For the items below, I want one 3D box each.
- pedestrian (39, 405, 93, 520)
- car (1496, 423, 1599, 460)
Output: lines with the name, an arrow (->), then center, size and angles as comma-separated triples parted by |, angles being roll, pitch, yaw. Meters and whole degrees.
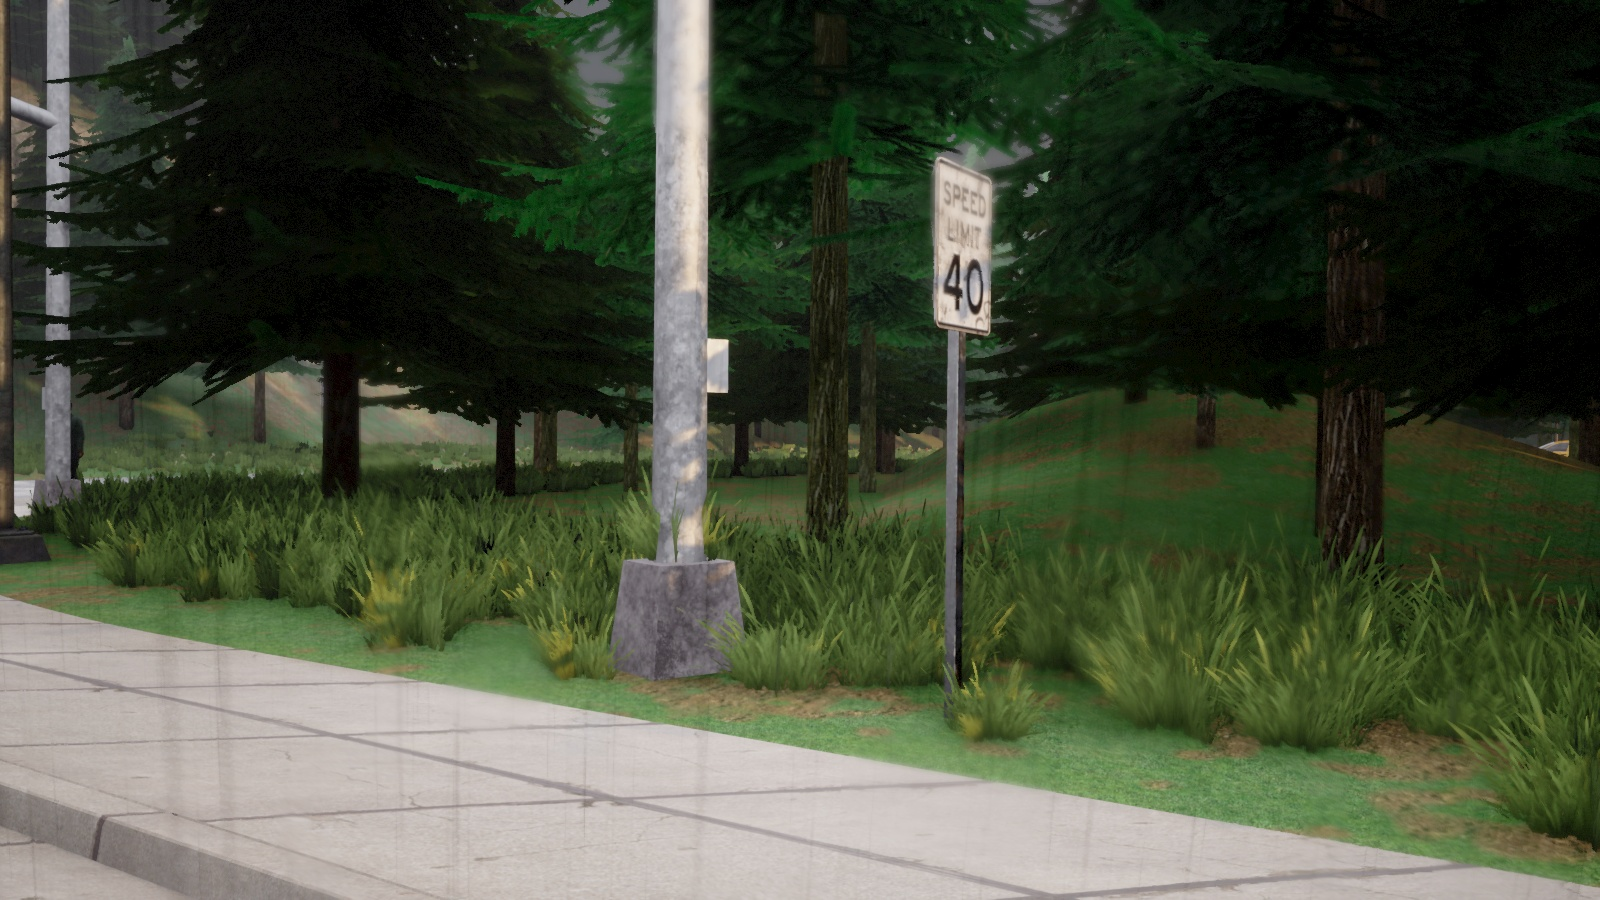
pedestrian -> -12.735, 0.211, 21.799 | 0.423, 1.949, 0.788 | 0, 1, 1
car -> 33.110, -0.368, 54.063 | 5.366, 1.575, 1.801 | 0, 1, 33
